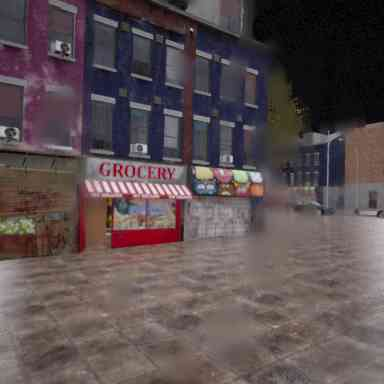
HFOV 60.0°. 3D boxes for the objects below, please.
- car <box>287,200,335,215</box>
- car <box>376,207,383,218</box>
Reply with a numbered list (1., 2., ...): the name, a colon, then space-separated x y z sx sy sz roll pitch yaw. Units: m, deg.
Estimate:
1. car: 11.945 1.567 33.630 1.882 1.535 5.008 2 -2 -35
2. car: 17.033 1.590 26.367 1.994 1.385 4.181 2 -2 -35
